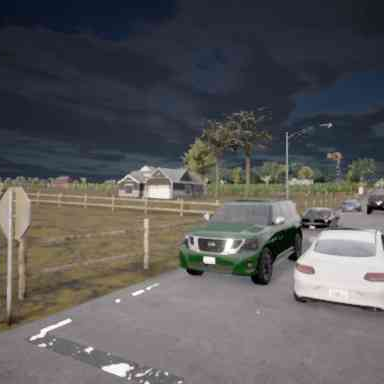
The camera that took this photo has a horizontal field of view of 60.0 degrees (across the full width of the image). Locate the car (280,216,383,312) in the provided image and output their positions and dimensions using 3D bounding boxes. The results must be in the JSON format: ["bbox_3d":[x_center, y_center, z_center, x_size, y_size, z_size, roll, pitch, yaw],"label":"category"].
[{"bbox_3d":[3.598,1.527,7.522,1.812,1.442,4.674,0,0,30],"label":"car"}]

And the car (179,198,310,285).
[{"bbox_3d":[1.802,1.237,10.095,2.150,2.045,5.566,0,0,31],"label":"car"}]

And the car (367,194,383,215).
[{"bbox_3d":[19.198,1.233,33.992,2.150,2.045,5.566,0,0,32],"label":"car"}]

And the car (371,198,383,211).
[{"bbox_3d":[24.382,1.553,42.904,2.033,1.411,5.357,0,0,30],"label":"car"}]

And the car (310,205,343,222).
[{"bbox_3d":[7.659,1.620,20.062,1.895,1.301,4.718,0,0,30],"label":"car"}]

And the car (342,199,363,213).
[{"bbox_3d":[18.402,1.550,38.179,1.812,1.442,4.674,0,0,31],"label":"car"}]
